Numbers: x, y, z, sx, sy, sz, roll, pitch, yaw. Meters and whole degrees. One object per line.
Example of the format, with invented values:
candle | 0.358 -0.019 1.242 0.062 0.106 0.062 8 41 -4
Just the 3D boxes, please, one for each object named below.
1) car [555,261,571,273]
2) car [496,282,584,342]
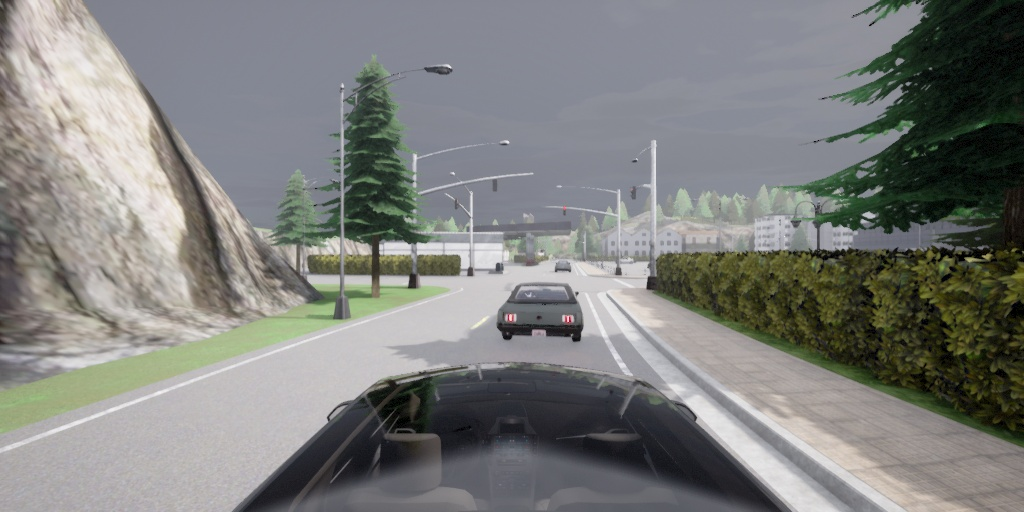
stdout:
car | 6.342 1.298 44.501 1.994 1.385 4.181 0 0 9
car | 0.882 1.348 9.780 1.895 1.301 4.718 0 0 8
